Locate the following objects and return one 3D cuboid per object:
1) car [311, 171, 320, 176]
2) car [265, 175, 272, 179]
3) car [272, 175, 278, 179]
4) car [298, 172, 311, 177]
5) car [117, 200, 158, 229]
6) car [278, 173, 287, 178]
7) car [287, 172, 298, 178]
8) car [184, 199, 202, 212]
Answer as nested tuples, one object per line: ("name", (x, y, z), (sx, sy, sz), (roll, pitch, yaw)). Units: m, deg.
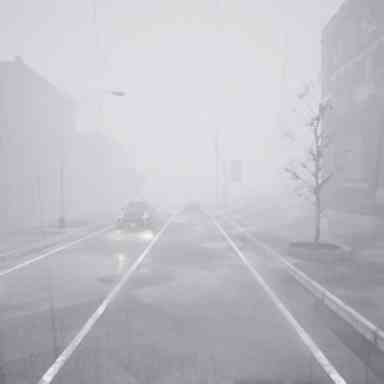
("car", (24.274, -3.373, 60.735), (2.002, 1.452, 4.674), (0, 1, -7))
("car", (21.915, -3.894, 88.486), (2.231, 1.521, 4.892), (0, 1, -1))
("car", (22.145, -3.762, 82.943), (2.002, 1.452, 4.674), (0, 1, -2))
("car", (23.576, -3.480, 66.209), (2.163, 1.488, 4.792), (0, 1, -6))
("car", (-3.487, 1.365, 21.857), (2.097, 1.767, 4.553), (0, 0, 0))
("car", (22.494, -3.705, 77.406), (2.097, 1.535, 5.008), (0, 1, -4))
("car", (22.959, -3.734, 71.900), (2.185, 1.767, 4.553), (0, 1, -5))
("car", (0.111, 1.549, 38.604), (1.812, 1.442, 4.674), (0, 0, 0))
